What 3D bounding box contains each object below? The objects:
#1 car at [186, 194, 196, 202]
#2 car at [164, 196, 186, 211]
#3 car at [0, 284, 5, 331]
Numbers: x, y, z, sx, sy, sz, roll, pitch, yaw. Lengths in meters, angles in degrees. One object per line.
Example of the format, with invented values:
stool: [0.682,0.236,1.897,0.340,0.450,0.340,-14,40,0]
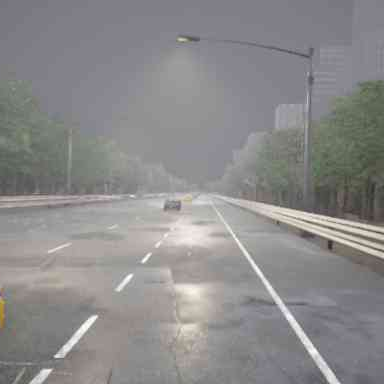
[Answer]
car: [-0.789,1.498,79.321,1.882,1.535,5.008,2,0,2]
car: [-2.223,1.426,39.696,2.128,1.511,4.902,2,0,2]
car: [-3.560,1.368,2.589,1.882,1.535,5.008,2,0,2]
